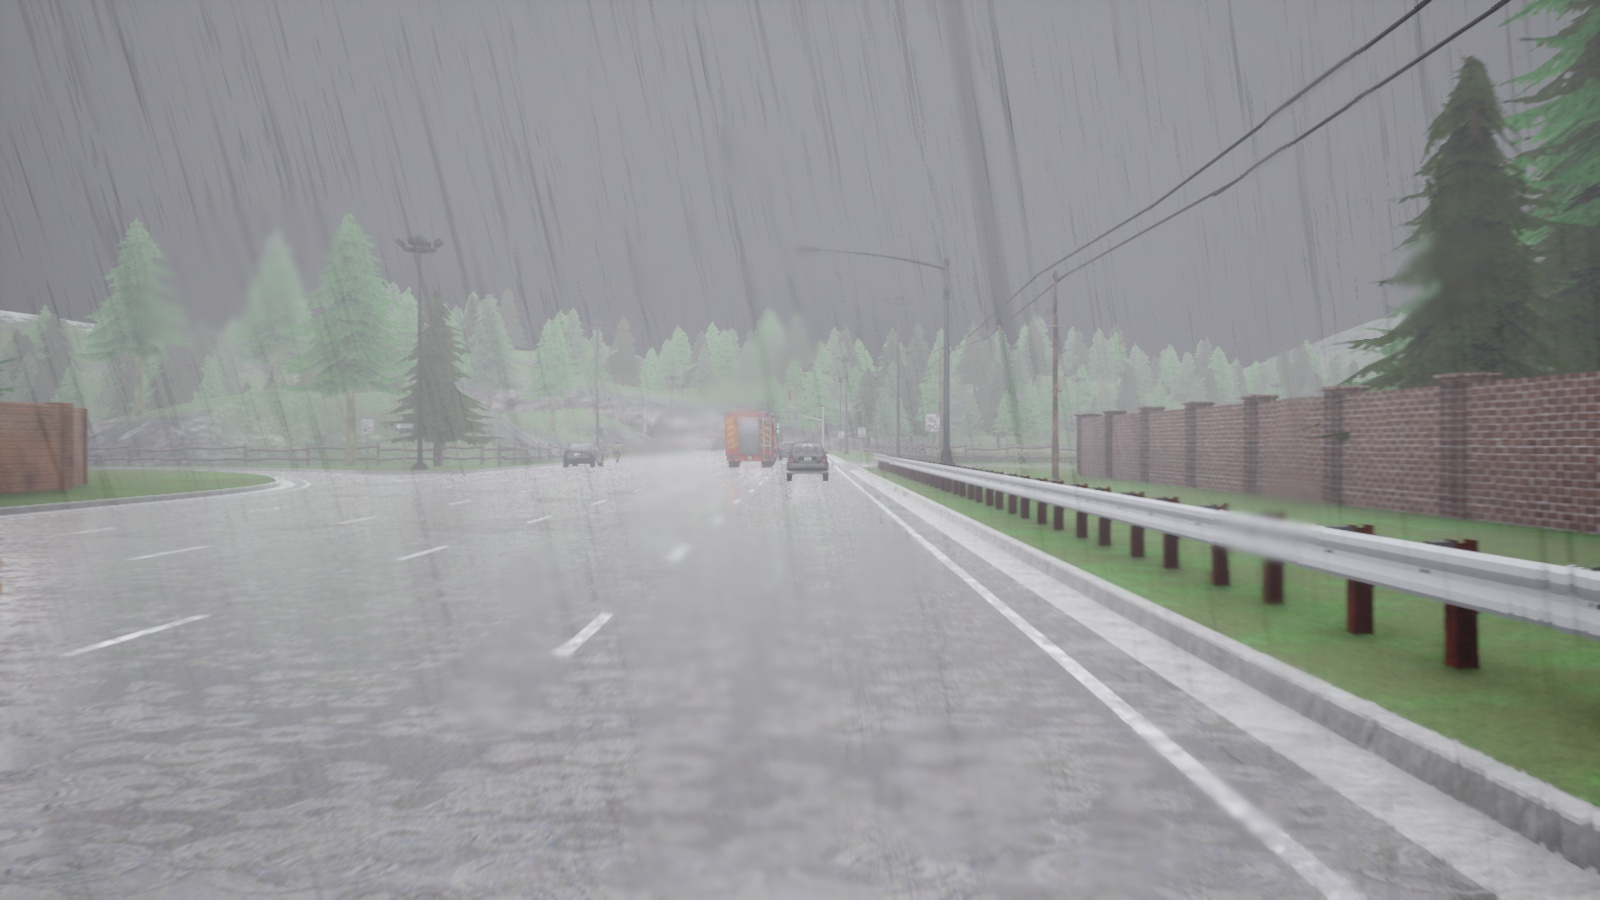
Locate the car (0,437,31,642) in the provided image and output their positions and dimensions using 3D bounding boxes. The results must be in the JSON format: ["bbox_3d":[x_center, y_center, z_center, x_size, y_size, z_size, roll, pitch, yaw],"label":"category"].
[{"bbox_3d":[-6.943,0.678,7.275,1.882,1.535,5.008,0,0,0],"label":"car"}]

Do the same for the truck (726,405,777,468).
[{"bbox_3d":[-3.028,-0.868,80.373,2.891,3.827,8.468,0,0,0],"label":"truck"}]

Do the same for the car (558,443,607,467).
[{"bbox_3d":[-13.540,0.298,78.482,2.163,1.488,4.792,0,0,0],"label":"car"}]

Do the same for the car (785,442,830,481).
[{"bbox_3d":[0.304,0.442,50.905,1.789,1.549,3.705,0,0,0],"label":"car"}]
